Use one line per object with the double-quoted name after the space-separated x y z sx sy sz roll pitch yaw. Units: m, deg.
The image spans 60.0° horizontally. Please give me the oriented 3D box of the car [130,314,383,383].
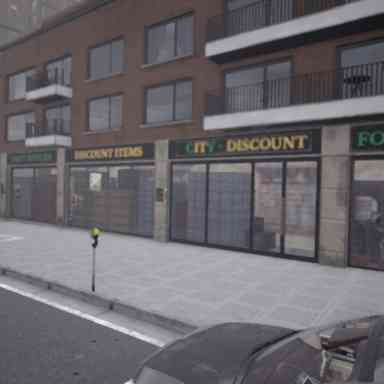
1.452 1.552 2.036 4.403 1.369 2.008 1 1 35 "car"
